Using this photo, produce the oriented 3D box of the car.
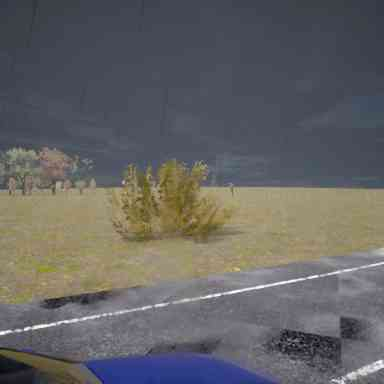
[{"bbox_3d":[-1.247,1.525,1.358,4.674,1.442,1.812,0,0,-30],"label":"car"}]
